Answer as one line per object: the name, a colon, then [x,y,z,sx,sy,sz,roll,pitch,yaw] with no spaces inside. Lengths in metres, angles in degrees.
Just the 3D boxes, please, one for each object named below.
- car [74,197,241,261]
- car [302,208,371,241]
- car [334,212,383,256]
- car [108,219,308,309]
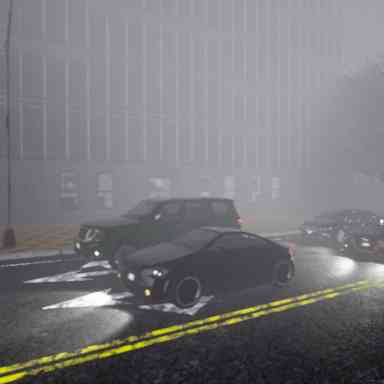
car: [-0.848,1.176,10.805,5.566,2.045,2.150,1,0,-33]
car: [7.236,1.535,15.967,4.892,1.490,1.837,1,0,-33]
car: [7.532,1.609,12.307,4.181,1.385,1.994,1,0,-33]
car: [0.457,1.542,7.788,4.181,1.385,1.994,1,0,-33]
